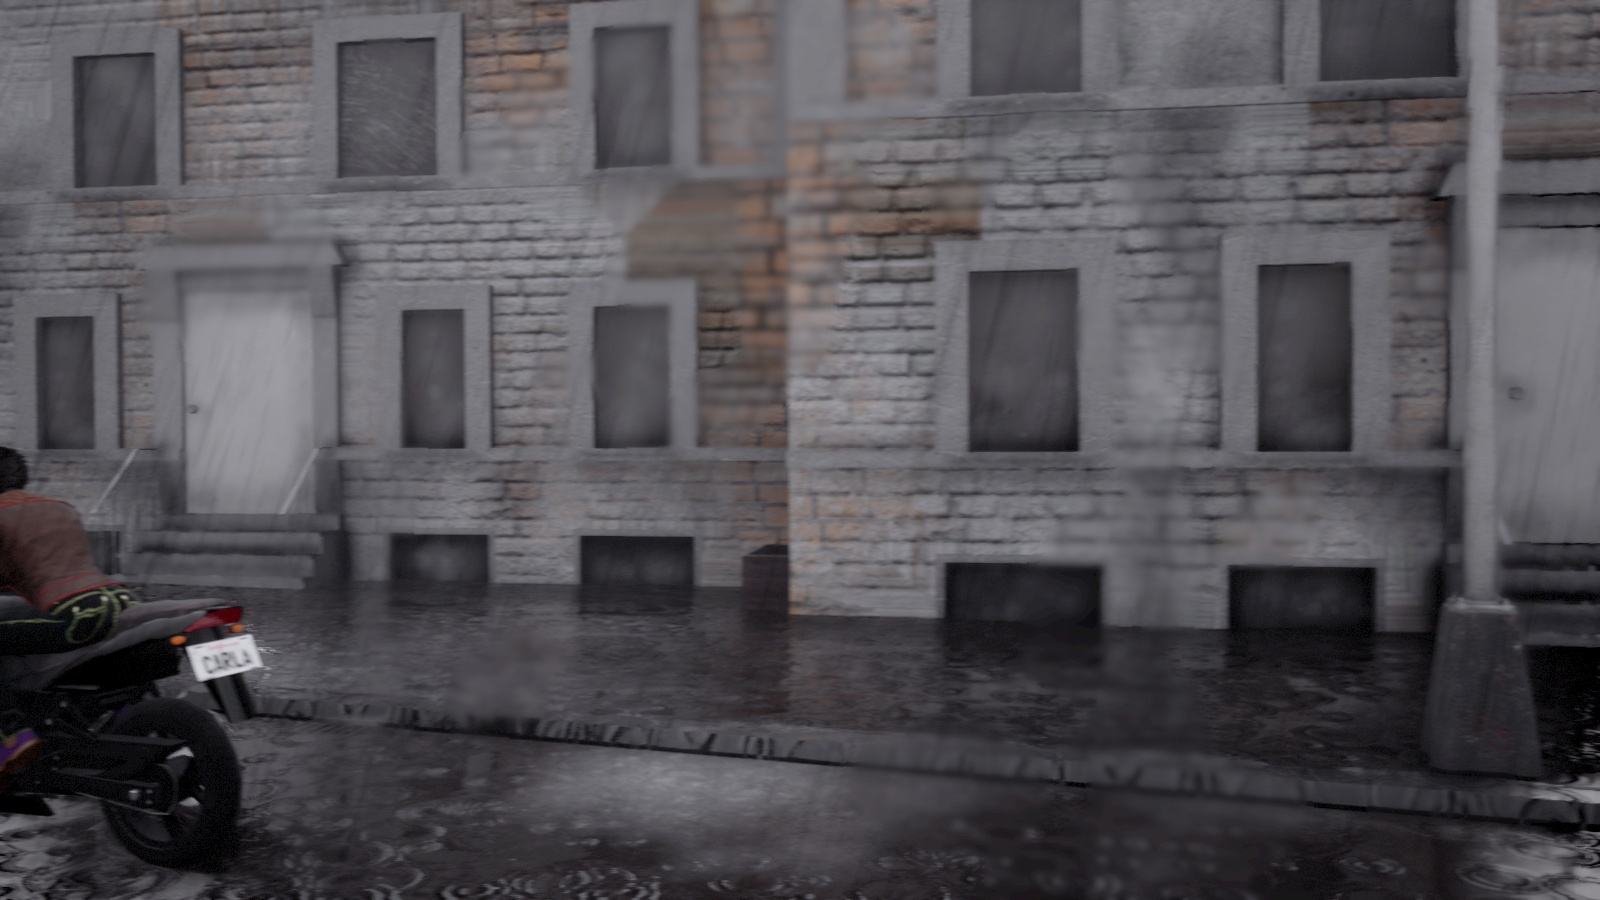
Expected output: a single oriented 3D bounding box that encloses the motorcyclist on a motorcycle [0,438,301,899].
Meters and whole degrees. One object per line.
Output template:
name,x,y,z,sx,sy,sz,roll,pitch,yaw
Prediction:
motorcyclist on a motorcycle,-2.994,0.722,4.721,2.044,1.523,0.797,1,1,19
